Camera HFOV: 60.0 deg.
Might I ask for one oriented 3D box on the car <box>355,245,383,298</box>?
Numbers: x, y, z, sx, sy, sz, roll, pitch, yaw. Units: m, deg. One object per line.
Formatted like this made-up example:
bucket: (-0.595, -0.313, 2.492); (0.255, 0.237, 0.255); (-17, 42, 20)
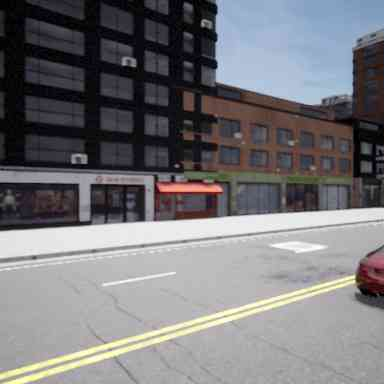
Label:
car: (5.474, 1.551, 7.353); (4.181, 1.385, 1.994); (0, 0, -36)
